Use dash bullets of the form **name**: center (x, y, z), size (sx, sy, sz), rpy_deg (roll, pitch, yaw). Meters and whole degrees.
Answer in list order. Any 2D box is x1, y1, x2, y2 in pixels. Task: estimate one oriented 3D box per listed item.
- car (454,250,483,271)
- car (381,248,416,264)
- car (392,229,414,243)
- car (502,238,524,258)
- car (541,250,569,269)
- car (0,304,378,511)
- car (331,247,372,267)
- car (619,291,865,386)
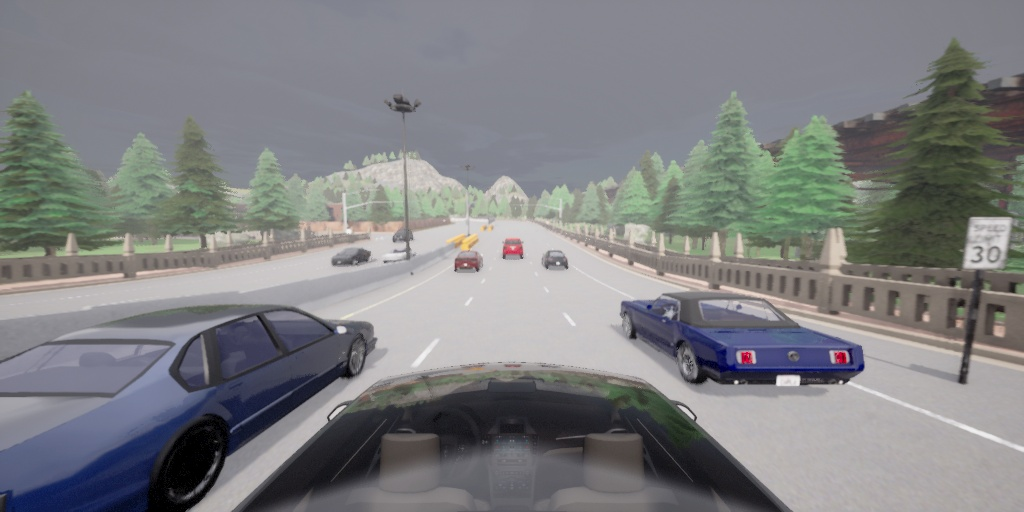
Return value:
- **car**: center (-3.404, 0.287, 28.706), size (1.882, 1.535, 5.008), rpy_deg (0, 5, 0)
- **car**: center (-10.598, -0.060, 33.724), size (1.895, 1.301, 4.718), rpy_deg (0, 6, 0)
- **car**: center (-17.422, -3.281, 57.575), size (2.150, 2.045, 5.566), rpy_deg (0, 7, 0)
- **car**: center (0.098, -0.966, 38.391), size (2.150, 2.045, 5.566), rpy_deg (0, 7, 0)
- **car**: center (3.595, 0.204, 30.224), size (1.812, 1.442, 4.674), rpy_deg (0, 5, 0)
- **car**: center (-3.401, 1.286, 4.174), size (2.033, 1.411, 5.357), rpy_deg (0, 0, 0)
- **car**: center (-14.095, 0.019, 31.705), size (1.882, 1.535, 5.008), rpy_deg (0, 5, 0)
- **car**: center (3.599, 1.326, 6.884), size (1.895, 1.301, 4.718), rpy_deg (0, 0, 0)
